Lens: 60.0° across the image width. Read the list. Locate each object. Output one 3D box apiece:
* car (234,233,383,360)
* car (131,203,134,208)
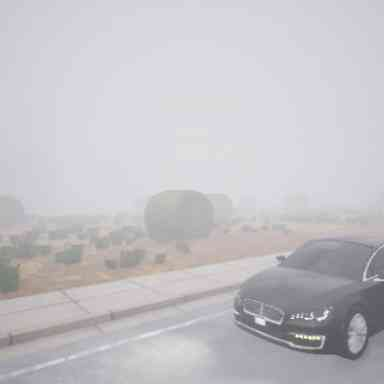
[{"bbox_3d":[2.910,1.581,6.180,4.892,1.490,1.837,0,-1,-37],"label":"car"},{"bbox_3d":[-11.923,2.608,73.192,1.905,1.878,3.866,5,2,7],"label":"car"}]
